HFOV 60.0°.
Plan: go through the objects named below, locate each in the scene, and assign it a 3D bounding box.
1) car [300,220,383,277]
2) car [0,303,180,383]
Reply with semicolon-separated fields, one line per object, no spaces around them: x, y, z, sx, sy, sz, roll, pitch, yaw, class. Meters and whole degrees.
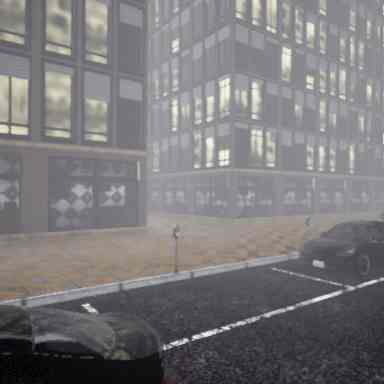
5.202;1.576;10.266;4.313;1.339;1.947;0;0;-35;car
-2.221;1.524;1.783;4.674;1.442;1.812;0;0;-35;car
